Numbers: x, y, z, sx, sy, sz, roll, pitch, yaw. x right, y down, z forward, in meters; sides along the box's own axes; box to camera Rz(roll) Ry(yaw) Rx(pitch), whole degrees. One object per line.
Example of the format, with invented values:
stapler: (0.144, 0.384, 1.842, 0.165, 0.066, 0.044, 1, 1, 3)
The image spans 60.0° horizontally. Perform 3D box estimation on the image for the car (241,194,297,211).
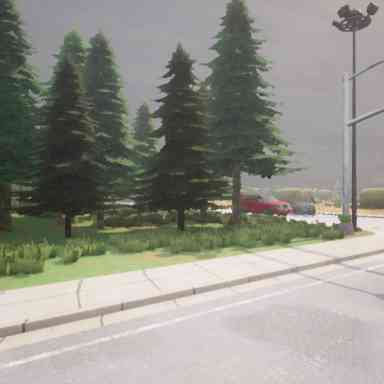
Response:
car: (6.680, 1.247, 31.418, 2.150, 2.045, 5.566, 0, 0, -34)

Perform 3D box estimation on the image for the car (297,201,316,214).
car: (10.103, 1.589, 32.979, 1.994, 1.385, 4.181, 0, 0, -35)

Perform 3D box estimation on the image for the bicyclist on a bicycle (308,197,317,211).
bicyclist on a bicycle: (12.903, 1.326, 35.575, 1.656, 1.620, 0.582, 0, 0, -34)
